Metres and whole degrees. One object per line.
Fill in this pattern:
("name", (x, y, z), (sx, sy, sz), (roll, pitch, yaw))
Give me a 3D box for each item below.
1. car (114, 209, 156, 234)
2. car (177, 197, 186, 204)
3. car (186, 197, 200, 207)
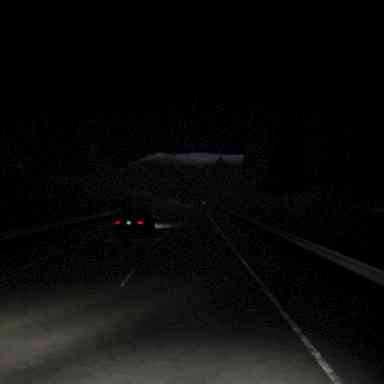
("car", (-3.392, 1.735, 20.363), (2.033, 1.411, 5.357), (0, -1, 0))
("car", (-2.031, 2.008, 83.888), (2.097, 1.767, 4.553), (0, -1, -6))
("car", (0.486, 1.958, 66.108), (2.097, 1.767, 4.553), (0, -1, -3))
